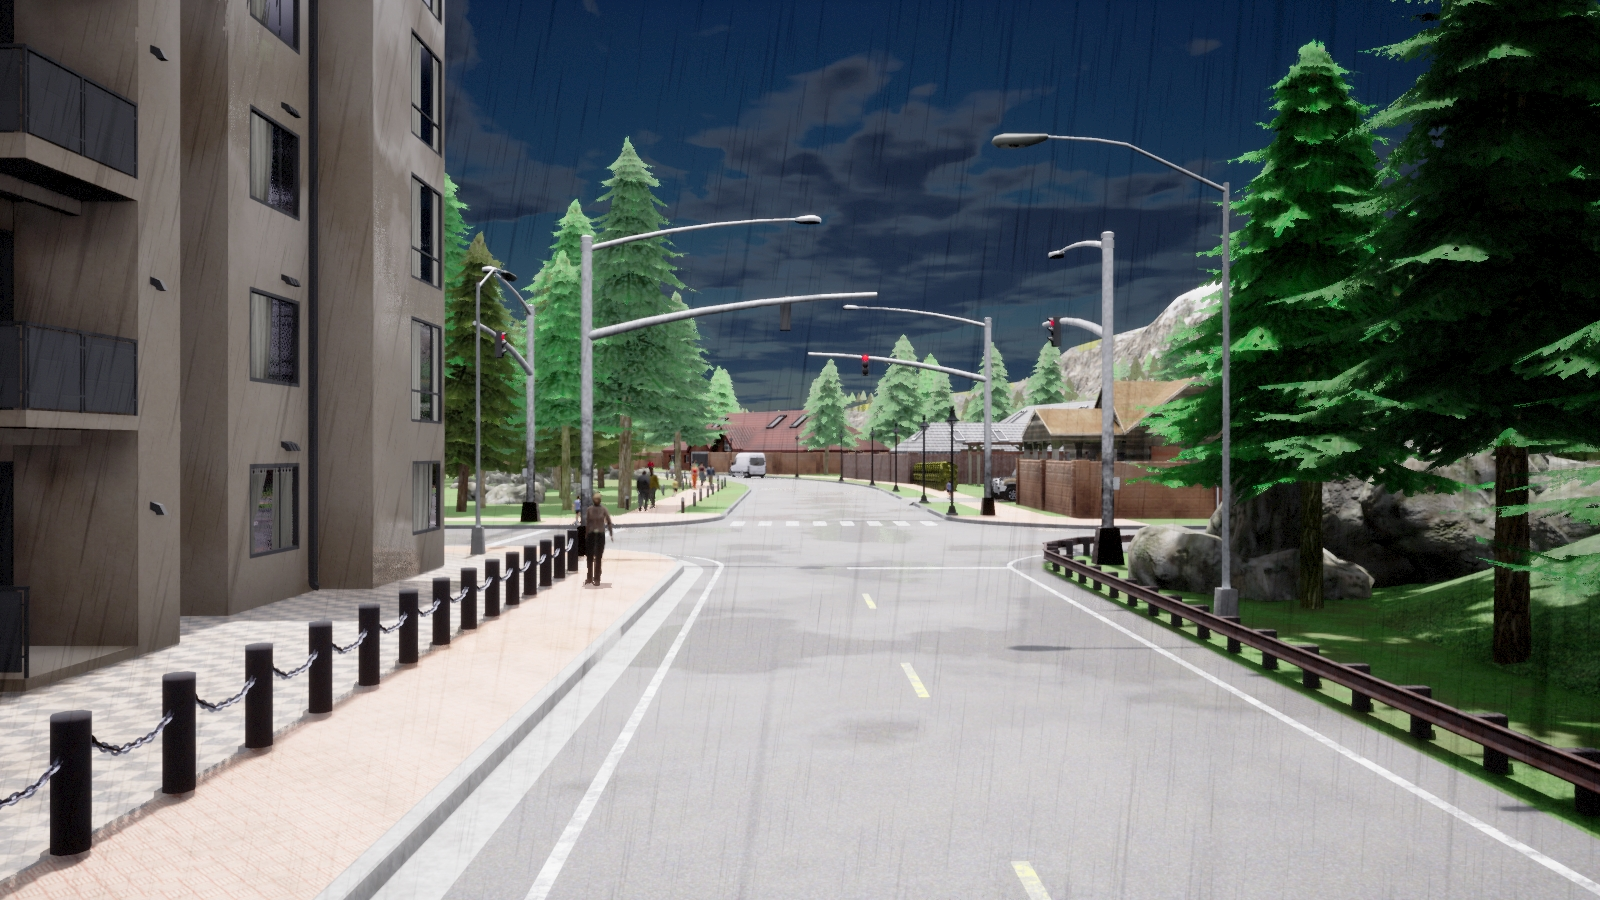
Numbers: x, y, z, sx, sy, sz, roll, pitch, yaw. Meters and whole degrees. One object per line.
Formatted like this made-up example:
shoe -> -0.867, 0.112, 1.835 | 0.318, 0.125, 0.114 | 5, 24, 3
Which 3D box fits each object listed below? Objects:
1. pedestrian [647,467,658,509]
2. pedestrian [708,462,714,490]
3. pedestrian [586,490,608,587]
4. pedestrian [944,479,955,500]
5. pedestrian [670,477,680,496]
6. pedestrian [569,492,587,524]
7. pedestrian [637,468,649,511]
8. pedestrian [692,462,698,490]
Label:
pedestrian -> -6.637, 1.695, 51.417 | 0.375, 1.860, 0.375 | 0, 0, 25
pedestrian -> -5.858, 1.709, 75.471 | 0.375, 1.860, 0.375 | 0, 0, -4
pedestrian -> -3.951, 1.709, 22.231 | 0.375, 1.860, 0.375 | 0, 0, -1
pedestrian -> 7.955, 2.085, 60.849 | 0.500, 1.100, 0.500 | 0, 0, -3
pedestrian -> -7.123, 2.083, 65.136 | 0.500, 1.100, 0.500 | 0, 0, 4
pedestrian -> -7.990, 2.083, 41.061 | 0.500, 1.100, 0.500 | 0, 0, 8
pedestrian -> -6.754, 1.695, 49.123 | 0.375, 1.860, 0.375 | 0, 0, 15
pedestrian -> -6.960, 1.709, 75.442 | 0.375, 1.860, 0.375 | 0, 0, -2
